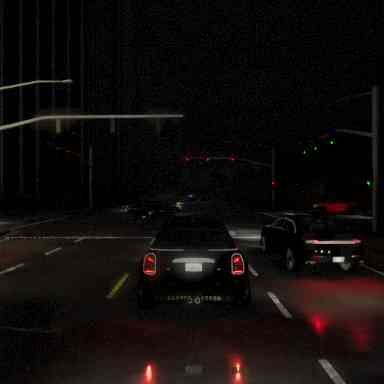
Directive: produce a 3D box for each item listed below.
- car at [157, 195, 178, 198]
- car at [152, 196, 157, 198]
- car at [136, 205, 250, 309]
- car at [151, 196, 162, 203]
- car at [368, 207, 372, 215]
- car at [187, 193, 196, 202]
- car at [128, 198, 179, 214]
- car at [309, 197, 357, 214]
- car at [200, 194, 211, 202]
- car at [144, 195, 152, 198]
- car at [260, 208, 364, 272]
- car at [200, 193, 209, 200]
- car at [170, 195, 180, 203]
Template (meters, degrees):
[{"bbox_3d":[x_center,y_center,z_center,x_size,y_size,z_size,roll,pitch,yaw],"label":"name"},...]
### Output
[{"bbox_3d":[-3.687,1.547,50.837,2.033,1.411,5.357,0,0,0],"label":"car"},{"bbox_3d":[-7.194,1.352,55.418,2.097,1.767,4.553,0,0,0],"label":"car"},{"bbox_3d":[0.042,1.352,8.012,2.097,1.767,4.553,0,0,0],"label":"car"},{"bbox_3d":[-7.145,1.525,67.549,1.812,1.442,4.674,0,0,0],"label":"car"},{"bbox_3d":[19.039,1.581,31.190,4.674,1.442,1.812,0,0,0],"label":"car"},{"bbox_3d":[-0.150,1.591,77.547,1.895,1.301,4.718,0,0,0],"label":"car"},{"bbox_3d":[-3.584,1.577,31.945,2.033,1.411,5.357,0,0,42],"label":"car"},{"bbox_3d":[14.604,1.407,34.764,4.553,1.767,2.097,0,0,2],"label":"car"},{"bbox_3d":[3.350,1.519,77.455,1.812,1.442,4.674,0,0,0],"label":"car"},{"bbox_3d":[-7.183,1.526,46.515,1.812,1.442,4.674,0,0,0],"label":"car"},{"bbox_3d":[3.598,1.492,10.823,2.128,1.511,4.902,0,0,-3],"label":"car"},{"bbox_3d":[3.331,1.216,87.535,2.097,1.767,4.553,0,0,0],"label":"car"},{"bbox_3d":[-3.636,1.500,70.550,1.837,1.490,4.892,0,0,0],"label":"car"}]
